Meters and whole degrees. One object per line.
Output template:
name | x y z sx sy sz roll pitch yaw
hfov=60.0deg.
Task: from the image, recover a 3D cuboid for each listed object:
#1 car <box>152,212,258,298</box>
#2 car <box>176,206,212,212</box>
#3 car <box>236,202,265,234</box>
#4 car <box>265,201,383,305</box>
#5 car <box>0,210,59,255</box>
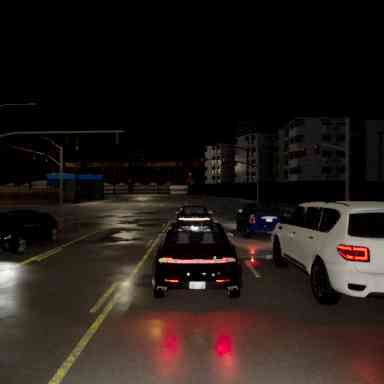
car | 0.104 1.499 8.541 2.128 1.511 4.902 0 0 0
car | 0.115 1.473 17.953 2.128 1.511 4.902 0 0 0
car | 3.613 1.328 17.676 2.097 1.767 4.553 0 0 0
car | 3.596 1.220 8.252 2.150 2.045 5.566 0 0 0
car | -7.048 1.520 13.495 1.837 1.490 4.892 0 0 0
